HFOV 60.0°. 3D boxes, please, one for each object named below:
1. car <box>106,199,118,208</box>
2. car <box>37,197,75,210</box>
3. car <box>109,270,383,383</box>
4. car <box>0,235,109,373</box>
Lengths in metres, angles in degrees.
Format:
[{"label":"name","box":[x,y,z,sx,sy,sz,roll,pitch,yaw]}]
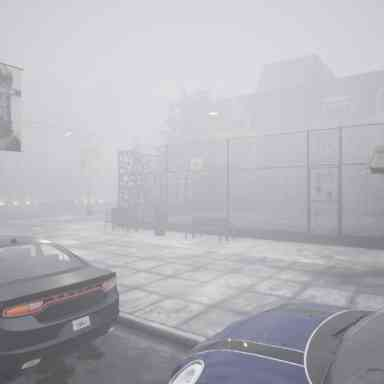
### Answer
[{"label":"car","box":[-10.130,1.547,49.170,2.033,1.411,5.357,0,0,35]},{"label":"car","box":[-17.948,1.477,44.132,1.882,1.535,5.008,0,0,35]},{"label":"car","box":[1.917,1.354,1.937,4.553,1.767,2.185,0,0,35]},{"label":"car","box":[-3.394,1.480,5.556,5.008,1.535,2.097,0,0,35]}]
